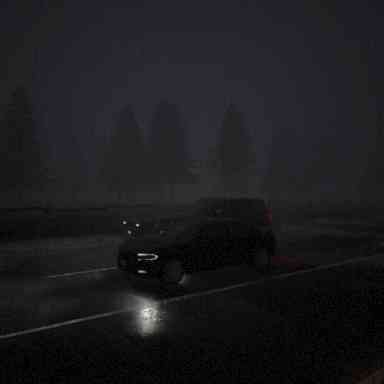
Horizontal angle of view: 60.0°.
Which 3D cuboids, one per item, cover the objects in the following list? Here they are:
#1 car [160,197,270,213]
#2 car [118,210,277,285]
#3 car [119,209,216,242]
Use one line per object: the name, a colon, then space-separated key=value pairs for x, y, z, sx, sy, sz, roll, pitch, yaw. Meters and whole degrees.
car: x=1.086 y=1.254 z=14.554 sx=5.566 sy=2.045 sz=2.150 roll=1 pitch=0 yaw=-35
car: x=0.323 y=1.497 z=9.729 sx=5.008 sy=1.535 sz=1.882 roll=0 pitch=0 yaw=-35
car: x=-1.179 y=1.631 z=17.240 sx=4.718 sy=1.301 sz=1.895 roll=0 pitch=0 yaw=-35
